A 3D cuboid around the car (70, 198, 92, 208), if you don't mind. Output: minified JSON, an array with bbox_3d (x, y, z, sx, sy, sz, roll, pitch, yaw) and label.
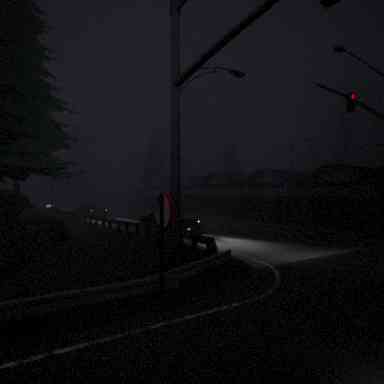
[{"bbox_3d":[-16.387,1.670,50.026,2.128,1.511,4.902,0,0,16],"label":"car"}]

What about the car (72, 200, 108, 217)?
[{"bbox_3d":[-9.927,1.792,32.835,1.895,1.301,4.718,0,0,-35],"label":"car"}]

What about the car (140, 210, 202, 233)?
[{"bbox_3d":[-1.427,1.792,20.670,1.895,1.301,4.718,0,0,-35],"label":"car"}]
